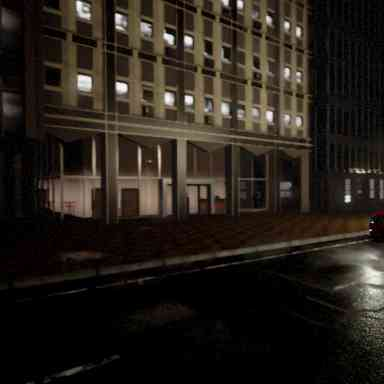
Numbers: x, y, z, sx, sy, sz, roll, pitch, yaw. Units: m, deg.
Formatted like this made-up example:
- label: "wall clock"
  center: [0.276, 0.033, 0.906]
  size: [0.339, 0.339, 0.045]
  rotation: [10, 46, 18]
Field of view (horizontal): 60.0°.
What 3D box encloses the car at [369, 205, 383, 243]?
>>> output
- label: "car"
  center: [10.118, 1.174, 14.763]
  size: [5.566, 2.045, 2.150]
  rotation: [0, 1, -36]
